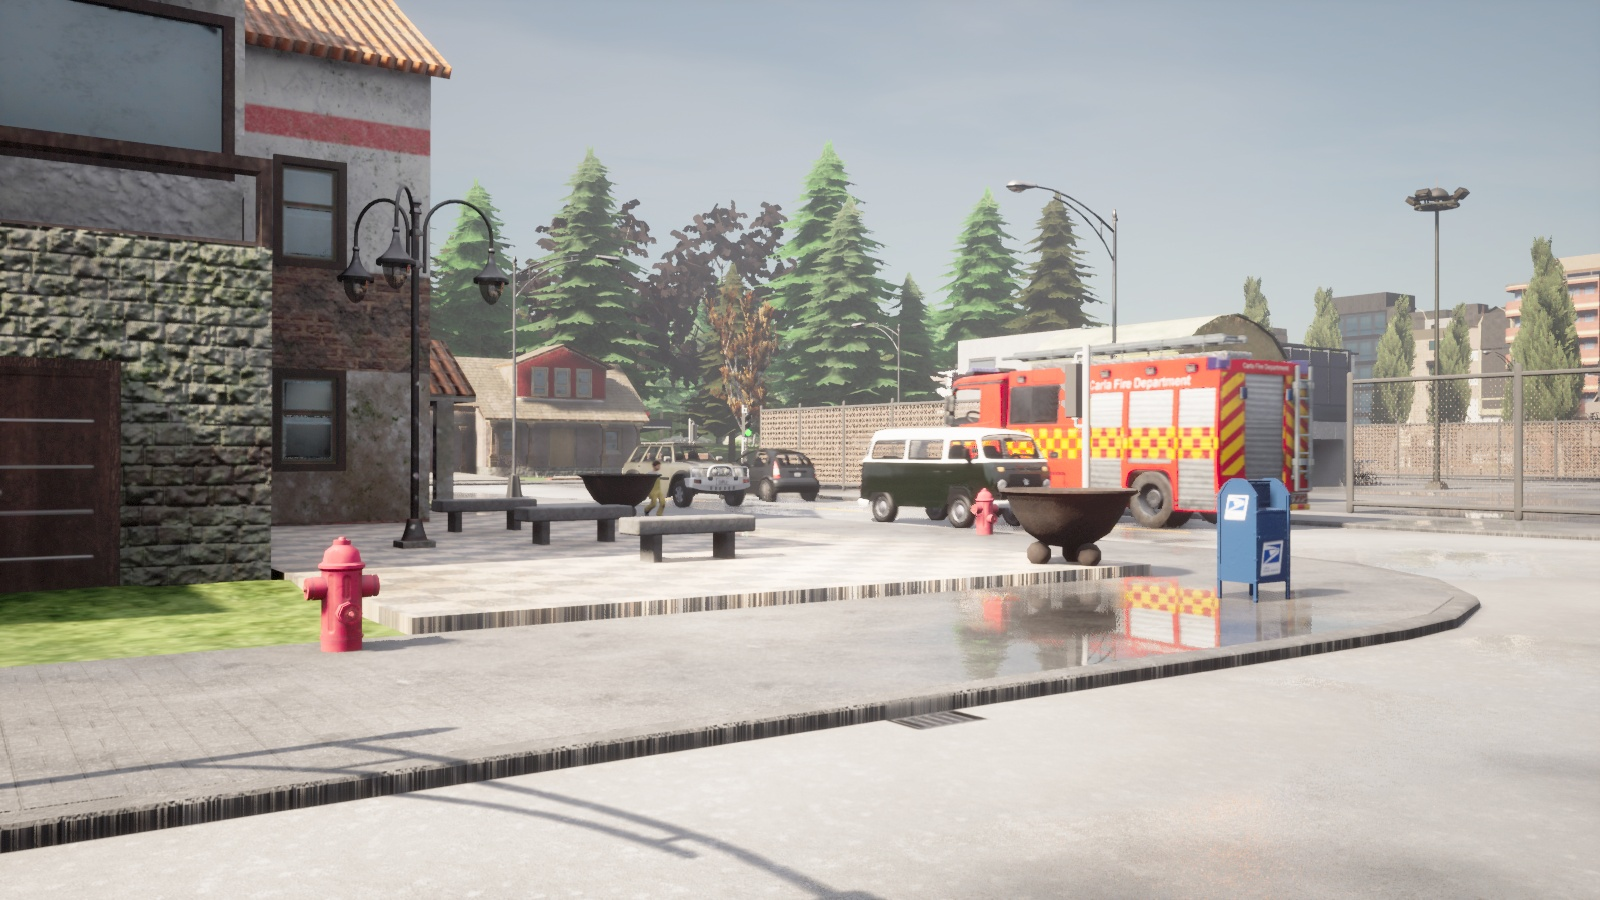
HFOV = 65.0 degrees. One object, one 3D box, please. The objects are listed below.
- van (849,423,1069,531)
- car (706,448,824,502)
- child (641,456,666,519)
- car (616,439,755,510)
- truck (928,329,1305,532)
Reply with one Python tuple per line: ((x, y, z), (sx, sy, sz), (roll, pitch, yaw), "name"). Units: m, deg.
((3.187, 0.529, 26.106), (2.069, 2.038, 4.480), (0, -1, -35), "van")
((-1.159, 0.742, 39.507), (1.851, 1.617, 3.988), (0, 0, -34), "car")
((-2.973, 0.753, 25.542), (0.437, 1.263, 0.270), (0, 0, 36), "child")
((-3.325, 0.656, 35.612), (1.932, 1.855, 4.605), (0, 0, -35), "car")
((6.648, -0.364, 28.035), (2.891, 3.827, 8.468), (0, 0, -33), "truck")
